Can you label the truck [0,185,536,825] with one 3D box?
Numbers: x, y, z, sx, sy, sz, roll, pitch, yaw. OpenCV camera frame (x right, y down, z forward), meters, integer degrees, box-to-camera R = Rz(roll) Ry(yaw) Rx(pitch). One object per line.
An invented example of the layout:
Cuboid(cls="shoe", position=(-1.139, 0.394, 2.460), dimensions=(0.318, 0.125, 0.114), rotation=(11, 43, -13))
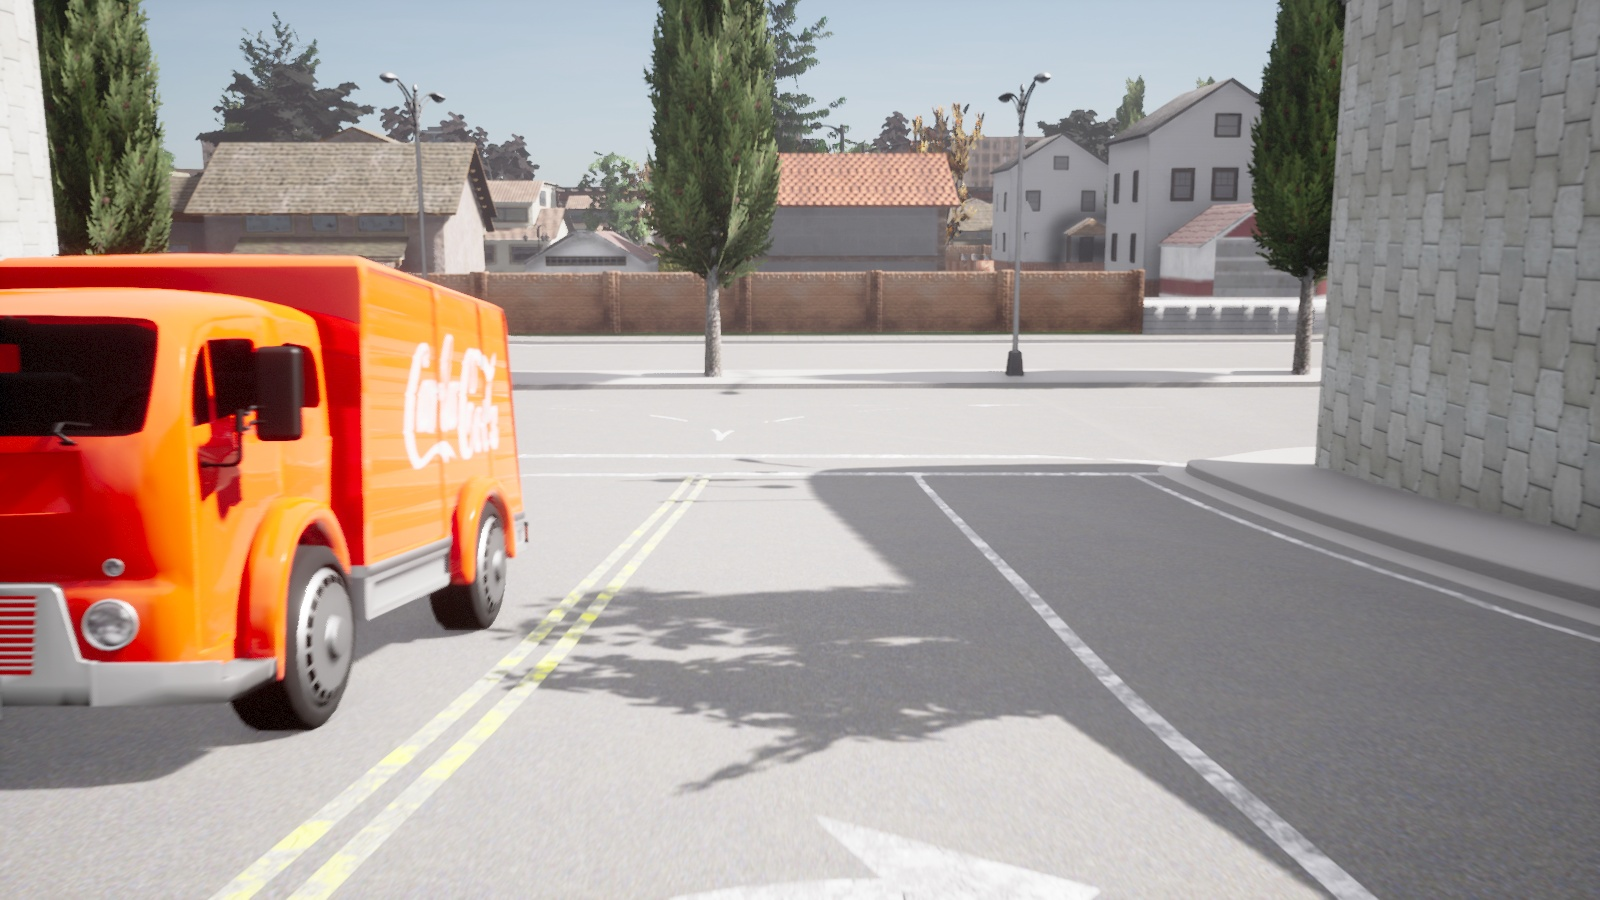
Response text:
Cuboid(cls="truck", position=(-3.444, 0.126, 7.436), dimensions=(2.627, 2.467, 5.204), rotation=(0, 2, 0))
